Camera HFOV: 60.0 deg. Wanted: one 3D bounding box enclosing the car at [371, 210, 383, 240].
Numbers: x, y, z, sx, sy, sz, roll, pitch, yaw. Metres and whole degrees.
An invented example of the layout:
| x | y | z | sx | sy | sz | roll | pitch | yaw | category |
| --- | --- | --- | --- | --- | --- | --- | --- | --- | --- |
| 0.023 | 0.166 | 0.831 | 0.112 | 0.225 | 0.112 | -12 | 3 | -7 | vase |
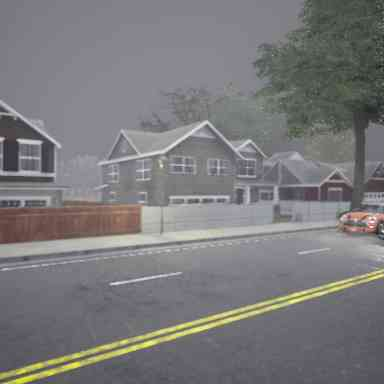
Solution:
| x | y | z | sx | sy | sz | roll | pitch | yaw | category |
| --- | --- | --- | --- | --- | --- | --- | --- | --- | --- |
| 10.762 | 1.629 | 15.353 | 5.357 | 1.411 | 2.033 | 0 | 0 | -35 | car |

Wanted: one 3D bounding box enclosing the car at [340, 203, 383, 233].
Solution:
| x | y | z | sx | sy | sz | roll | pitch | yaw | category |
| --- | --- | --- | --- | --- | --- | --- | --- | --- | --- |
| 10.535 | 1.443 | 19.180 | 4.553 | 1.767 | 2.097 | 0 | 0 | -35 | car |
